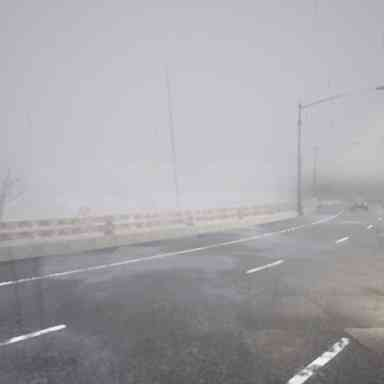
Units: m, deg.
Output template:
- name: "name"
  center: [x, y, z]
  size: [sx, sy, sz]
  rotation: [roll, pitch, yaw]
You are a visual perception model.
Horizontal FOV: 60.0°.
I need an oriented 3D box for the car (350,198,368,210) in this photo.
- name: "car"
  center: [20.803, 1.502, 41.578]
  size: [2.033, 1.411, 5.357]
  rotation: [0, 0, 23]
